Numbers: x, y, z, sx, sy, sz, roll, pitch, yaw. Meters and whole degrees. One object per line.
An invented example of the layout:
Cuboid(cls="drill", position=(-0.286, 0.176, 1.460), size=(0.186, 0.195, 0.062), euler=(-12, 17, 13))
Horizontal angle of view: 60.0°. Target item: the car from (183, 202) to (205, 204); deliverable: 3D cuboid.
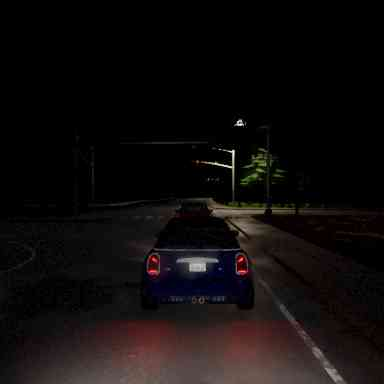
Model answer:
Cuboid(cls="car", position=(0.104, 1.337, 18.120), size=(2.097, 1.767, 4.553), euler=(0, 0, 0))

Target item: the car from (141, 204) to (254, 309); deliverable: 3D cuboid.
Cuboid(cls="car", position=(0.101, 1.347, 7.999), size=(2.097, 1.767, 4.553), euler=(0, 0, 0))
